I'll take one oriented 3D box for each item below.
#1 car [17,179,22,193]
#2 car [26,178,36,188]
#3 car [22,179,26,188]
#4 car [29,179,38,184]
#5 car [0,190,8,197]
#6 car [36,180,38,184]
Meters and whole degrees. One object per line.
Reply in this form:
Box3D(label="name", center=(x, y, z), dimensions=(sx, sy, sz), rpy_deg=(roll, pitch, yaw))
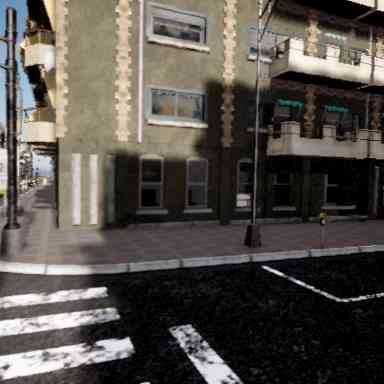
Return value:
Box3D(label="car", center=(-20.569, -0.607, 37.141), dimensions=(1.967, 1.590, 4.097), rpy_deg=(-1, 3, -23))
Box3D(label="car", center=(-31.124, -1.707, 62.630), dimensions=(1.947, 1.339, 4.313), rpy_deg=(-1, 3, -23))
Box3D(label="car", center=(-22.693, -0.749, 42.237), dimensions=(1.887, 1.381, 4.507), rpy_deg=(-1, 3, -23))
Box3D(label="car", center=(-39.552, -2.660, 83.022), dimensions=(1.947, 1.339, 4.313), rpy_deg=(-1, 3, -23))
Box3D(label="car", center=(-18.510, -0.281, 32.210), dimensions=(1.752, 1.417, 4.829), rpy_deg=(-1, 3, -23))
Box3D(label="car", center=(-35.377, -2.312, 72.802), dimensions=(1.967, 1.590, 4.097), rpy_deg=(-1, 3, -23))
